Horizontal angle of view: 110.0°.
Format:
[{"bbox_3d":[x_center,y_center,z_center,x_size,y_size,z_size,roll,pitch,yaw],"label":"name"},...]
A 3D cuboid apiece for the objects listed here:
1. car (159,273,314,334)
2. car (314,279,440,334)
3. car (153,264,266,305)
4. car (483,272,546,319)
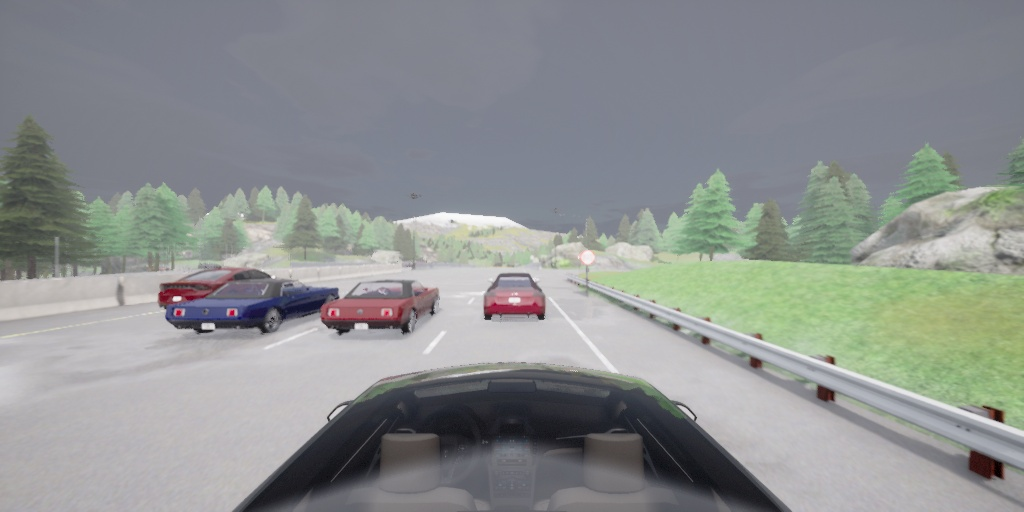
[{"bbox_3d":[-6.925,1.308,10.413,1.895,1.301,4.718,0,0,0],"label":"car"},{"bbox_3d":[-3.425,1.308,10.409,1.895,1.301,4.718,0,0,0],"label":"car"},{"bbox_3d":[-10.419,1.169,13.633,1.882,1.535,5.008,0,0,0],"label":"car"},{"bbox_3d":[0.079,1.265,12.581,1.994,1.385,4.181,0,0,0],"label":"car"}]
